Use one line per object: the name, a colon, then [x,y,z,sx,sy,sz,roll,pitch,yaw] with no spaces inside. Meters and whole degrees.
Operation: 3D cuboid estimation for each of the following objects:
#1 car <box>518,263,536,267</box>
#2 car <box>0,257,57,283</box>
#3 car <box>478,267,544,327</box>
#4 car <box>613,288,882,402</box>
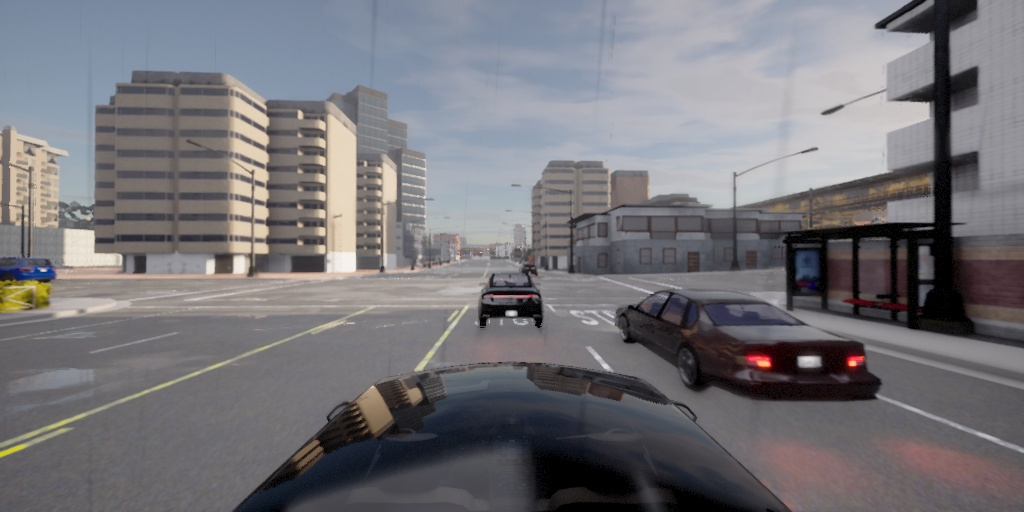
car: [1.929,1.602,43.459,1.837,1.490,4.892,0,-1,-3]
car: [-36.485,1.113,25.789,5.566,2.045,2.150,0,0,-2]
car: [-0.065,1.296,11.788,2.128,1.511,4.902,0,0,-1]
car: [3.530,1.324,6.801,2.033,1.411,5.357,0,0,-1]
